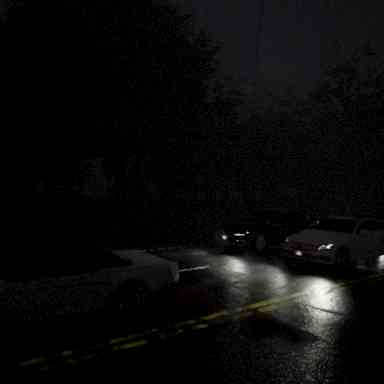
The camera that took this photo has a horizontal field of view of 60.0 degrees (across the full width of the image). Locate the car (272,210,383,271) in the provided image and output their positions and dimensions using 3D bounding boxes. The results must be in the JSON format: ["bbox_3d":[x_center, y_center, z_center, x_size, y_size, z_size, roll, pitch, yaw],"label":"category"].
[{"bbox_3d":[5.038,1.493,10.855,4.674,1.442,1.812,0,0,-33],"label":"car"}]

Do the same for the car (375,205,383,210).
[{"bbox_3d":[11.614,1.463,19.042,4.902,1.511,2.128,0,0,-33],"label":"car"}]

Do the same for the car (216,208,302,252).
[{"bbox_3d":[3.223,1.435,13.549,4.892,1.490,1.837,0,0,-33],"label":"car"}]

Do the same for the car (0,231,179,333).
[{"bbox_3d":[-2.680,1.529,5.782,4.718,1.301,1.895,0,0,-34],"label":"car"}]

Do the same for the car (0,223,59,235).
[{"bbox_3d":[-4.625,1.491,8.407,4.718,1.301,1.895,0,0,-33],"label":"car"}]
